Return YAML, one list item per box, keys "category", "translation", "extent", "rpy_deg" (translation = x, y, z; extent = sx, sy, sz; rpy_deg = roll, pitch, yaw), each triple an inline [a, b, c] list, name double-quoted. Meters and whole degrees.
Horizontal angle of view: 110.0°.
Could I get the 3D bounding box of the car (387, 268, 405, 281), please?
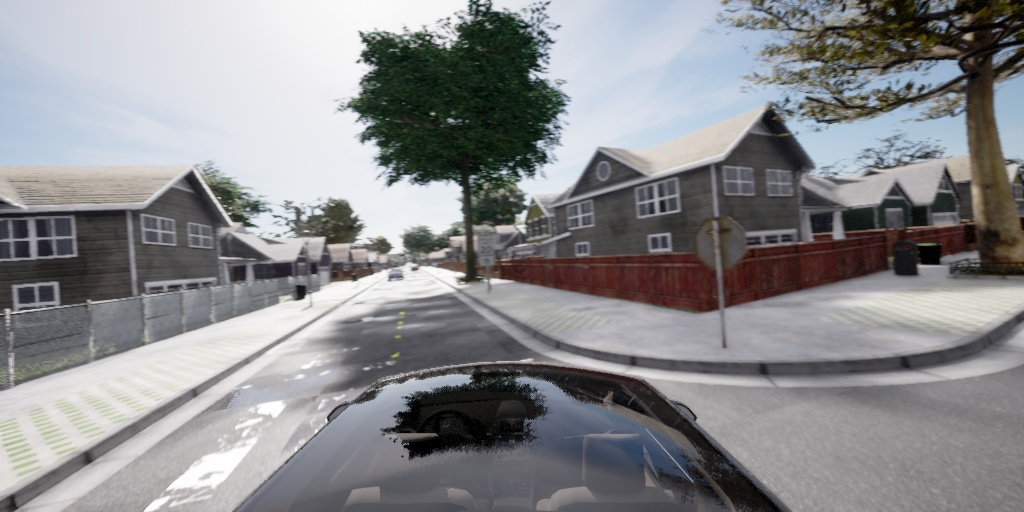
- category: "car"
  translation: [-14.734, 2.310, 45.590]
  extent: [1.812, 1.442, 4.674]
  rpy_deg: [-4, 0, -16]
